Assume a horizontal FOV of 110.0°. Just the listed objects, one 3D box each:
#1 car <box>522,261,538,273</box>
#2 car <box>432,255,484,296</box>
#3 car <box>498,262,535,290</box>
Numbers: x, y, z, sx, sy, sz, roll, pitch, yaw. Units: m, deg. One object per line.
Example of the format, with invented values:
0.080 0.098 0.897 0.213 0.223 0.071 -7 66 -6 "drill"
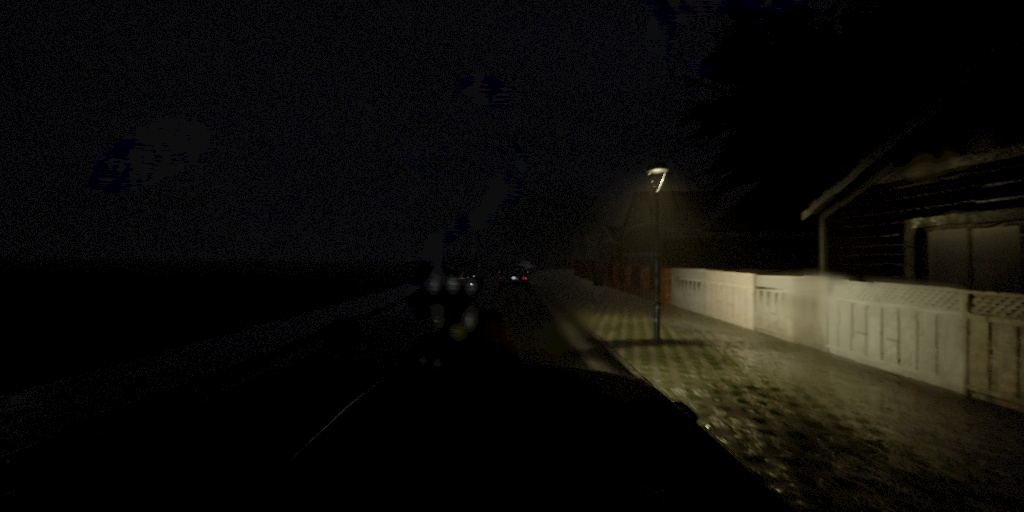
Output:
1.712 1.294 40.882 1.812 1.442 4.674 0 0 15 "car"
-2.772 0.966 19.669 2.150 2.045 5.566 0 0 0 "car"
0.093 1.285 22.445 2.033 1.411 5.357 0 0 0 "car"
